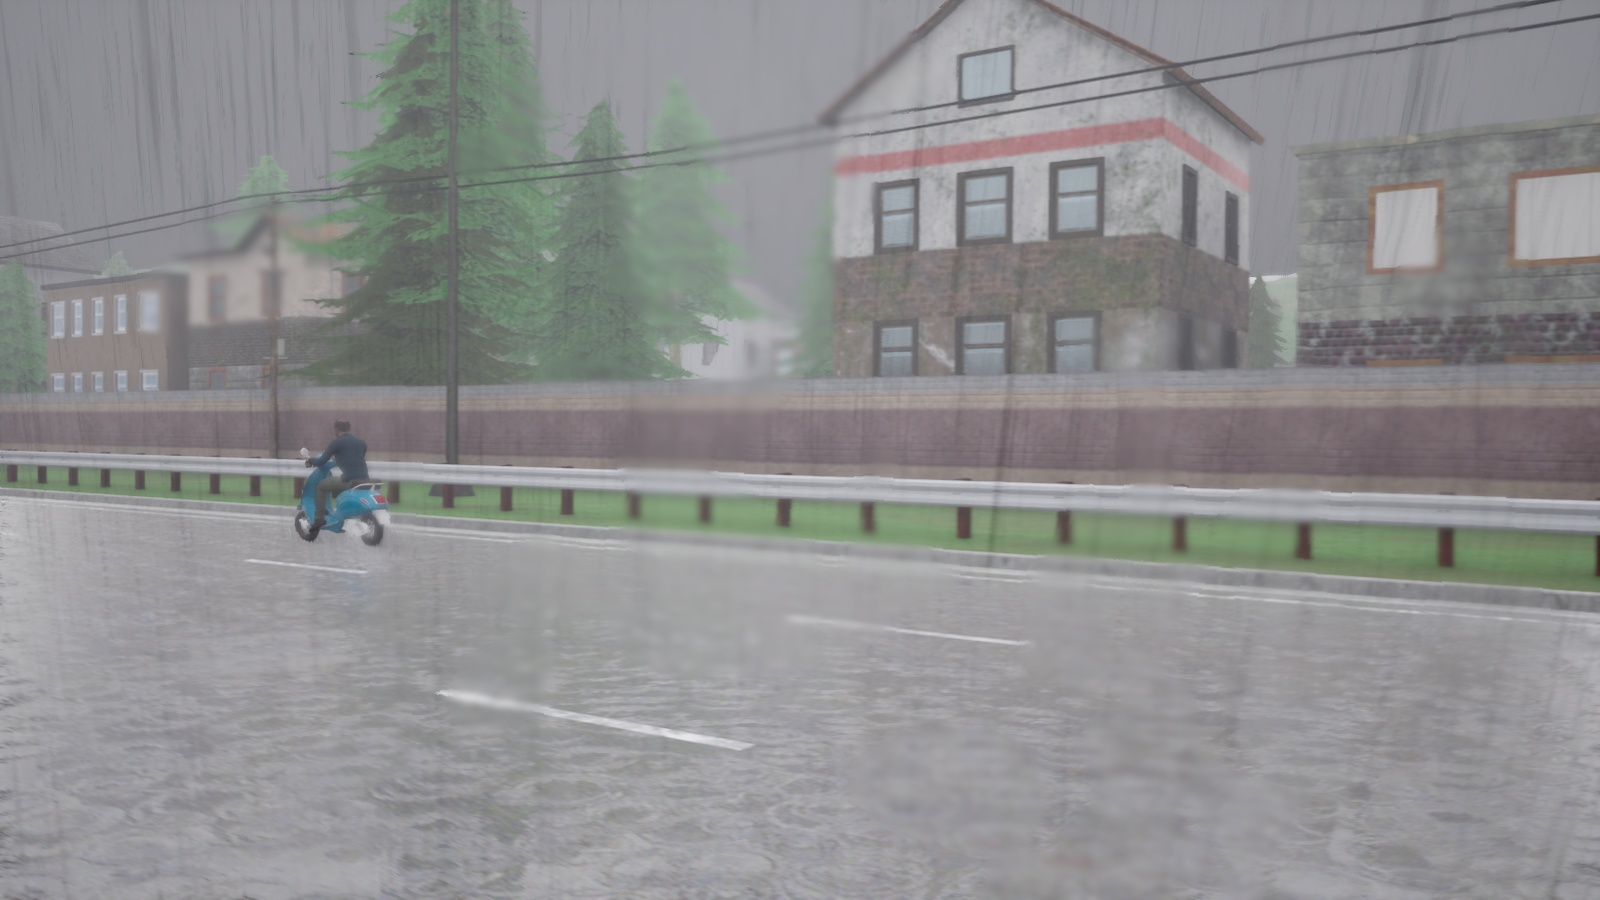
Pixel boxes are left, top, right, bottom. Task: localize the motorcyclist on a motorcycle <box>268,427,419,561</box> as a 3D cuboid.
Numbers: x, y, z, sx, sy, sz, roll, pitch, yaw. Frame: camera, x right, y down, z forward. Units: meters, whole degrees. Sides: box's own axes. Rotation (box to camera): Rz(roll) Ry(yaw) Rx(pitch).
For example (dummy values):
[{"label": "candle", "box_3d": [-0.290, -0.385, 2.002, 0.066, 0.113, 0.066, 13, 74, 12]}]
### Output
[{"label": "motorcyclist on a motorcycle", "box_3d": [-5.769, 0.521, 15.859, 1.817, 1.590, 0.866, 0, 1, 34]}]
